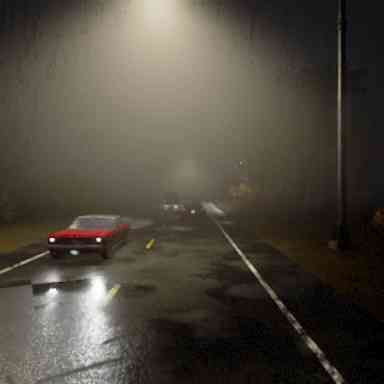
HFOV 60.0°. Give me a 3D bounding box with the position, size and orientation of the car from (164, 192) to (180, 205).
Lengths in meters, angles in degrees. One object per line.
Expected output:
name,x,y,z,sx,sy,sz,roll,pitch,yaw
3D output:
car,-3.285,1.001,55.092,2.150,2.045,5.566,0,0,2

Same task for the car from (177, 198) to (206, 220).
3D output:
car,0.074,1.455,26.946,1.994,1.385,4.181,0,0,0

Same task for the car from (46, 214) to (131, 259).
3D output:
car,-3.612,1.551,12.442,1.895,1.301,4.718,0,0,0
